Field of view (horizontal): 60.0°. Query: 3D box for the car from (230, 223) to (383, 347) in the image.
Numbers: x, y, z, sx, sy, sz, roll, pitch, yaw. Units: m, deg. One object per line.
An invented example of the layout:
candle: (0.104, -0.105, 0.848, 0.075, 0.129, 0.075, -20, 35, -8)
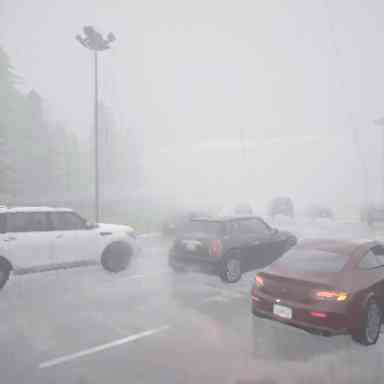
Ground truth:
car: (2.994, 1.584, 6.469, 4.674, 1.442, 1.812, 0, -1, -44)

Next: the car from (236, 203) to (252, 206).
car: (6.236, 2.026, 40.110, 1.994, 1.385, 4.181, -1, -1, 8)

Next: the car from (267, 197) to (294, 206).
car: (9.008, 1.574, 33.962, 2.150, 2.045, 5.566, 0, -1, 8)

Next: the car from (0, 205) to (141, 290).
car: (-4.199, 1.395, 9.456, 5.566, 2.045, 2.150, 0, 0, -40)

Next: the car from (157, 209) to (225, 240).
car: (0.057, 1.825, 19.674, 1.994, 1.385, 4.181, -1, -1, 34)

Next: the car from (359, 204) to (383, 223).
car: (13.978, 1.677, 25.090, 2.128, 1.511, 4.902, -1, -1, 17)

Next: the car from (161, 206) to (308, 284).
car: (1.469, 1.477, 10.314, 2.097, 1.767, 4.553, -2, -1, 45)

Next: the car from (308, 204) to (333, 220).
car: (11.874, 1.812, 31.084, 1.812, 1.442, 4.674, -1, -1, 11)

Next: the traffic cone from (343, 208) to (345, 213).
traffic cone: (18.970, 2.301, 41.389, 0.340, 0.580, 0.340, -1, -1, 7)

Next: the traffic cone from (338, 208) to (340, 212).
traffic cone: (19.223, 2.324, 43.373, 0.340, 0.580, 0.340, -1, -1, 7)

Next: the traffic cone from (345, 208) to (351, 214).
traffic cone: (18.717, 2.278, 39.405, 0.340, 0.580, 0.340, -1, -1, 7)
